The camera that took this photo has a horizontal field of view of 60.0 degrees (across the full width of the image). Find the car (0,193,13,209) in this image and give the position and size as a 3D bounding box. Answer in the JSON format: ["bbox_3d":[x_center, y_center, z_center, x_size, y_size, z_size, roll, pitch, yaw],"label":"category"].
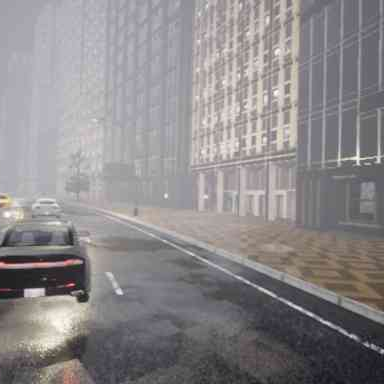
[{"bbox_3d":[-18.045,0.898,31.213,1.882,1.535,5.008,2,0,-28],"label":"car"}]

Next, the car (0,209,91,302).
[{"bbox_3d":[-3.404,1.381,7.617,2.128,1.511,4.902,2,0,-21],"label":"car"}]

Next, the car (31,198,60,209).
[{"bbox_3d":[-10.787,1.188,24.523,1.812,1.442,4.674,2,0,-26],"label":"car"}]
